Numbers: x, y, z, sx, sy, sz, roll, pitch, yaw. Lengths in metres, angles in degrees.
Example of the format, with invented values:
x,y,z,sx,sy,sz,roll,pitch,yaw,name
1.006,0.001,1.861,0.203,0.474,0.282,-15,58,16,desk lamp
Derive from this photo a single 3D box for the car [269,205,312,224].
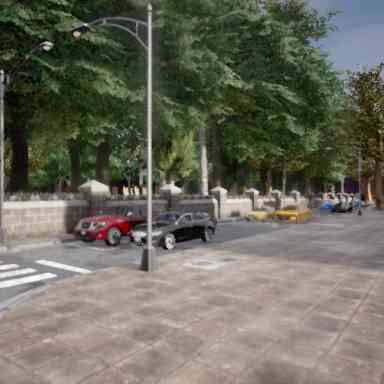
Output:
x,y,z,sx,sy,sz,roll,pitch,yaw,name
8.668,1.820,28.298,1.882,1.535,5.008,0,-1,36,car

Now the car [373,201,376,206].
x,y,z,sx,sy,sz,roll,pitch,yaw,name
41.159,2.701,77.761,2.008,1.369,4.403,-1,-1,36,car

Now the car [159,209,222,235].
x,y,z,sx,sy,sz,roll,pitch,yaw,name
0.020,1.784,20.661,1.802,1.307,4.206,-1,-1,36,car

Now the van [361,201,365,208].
x,y,z,sx,sy,sz,roll,pitch,yaw,name
31.878,2.258,64.873,1.690,1.788,3.998,-1,-1,36,van

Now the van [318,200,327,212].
x,y,z,sx,sy,sz,roll,pitch,yaw,name
19.135,1.956,47.190,1.690,1.788,3.998,-1,-1,36,van

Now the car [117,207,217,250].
x,y,z,sx,sy,sz,roll,pitch,yaw,name
-0.743,1.642,15.249,2.128,1.511,4.902,0,-1,36,car

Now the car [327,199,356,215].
x,y,z,sx,sy,sz,roll,pitch,yaw,name
19.385,2.100,43.005,1.882,1.535,5.008,0,-1,36,car

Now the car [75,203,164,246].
x,y,z,sx,sy,sz,roll,pitch,yaw,name
-3.166,1.454,16.245,2.192,1.841,5.009,-1,-1,36,car

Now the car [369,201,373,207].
x,y,z,sx,sy,sz,roll,pitch,yaw,name
38.250,2.642,73.709,1.947,1.339,4.313,-1,-1,36,car

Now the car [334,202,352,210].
x,y,z,sx,sy,sz,roll,pitch,yaw,name
25.507,2.314,56.027,2.008,1.369,4.403,-1,-1,36,car

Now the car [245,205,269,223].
x,y,z,sx,sy,sz,roll,pitch,yaw,name
6.292,1.857,29.366,1.752,1.417,4.829,-1,-1,36,car

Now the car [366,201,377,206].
x,y,z,sx,sy,sz,roll,pitch,yaw,name
44.232,2.810,82.058,1.802,1.307,4.206,-1,-1,36,car

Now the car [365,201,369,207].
x,y,z,sx,sy,sz,roll,pitch,yaw,name
34.965,2.519,69.151,1.752,1.417,4.829,-1,-1,36,car

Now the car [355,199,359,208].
x,y,z,sx,sy,sz,roll,pitch,yaw,name
28.693,2.405,60.447,1.947,1.339,4.313,-1,-1,36,car
